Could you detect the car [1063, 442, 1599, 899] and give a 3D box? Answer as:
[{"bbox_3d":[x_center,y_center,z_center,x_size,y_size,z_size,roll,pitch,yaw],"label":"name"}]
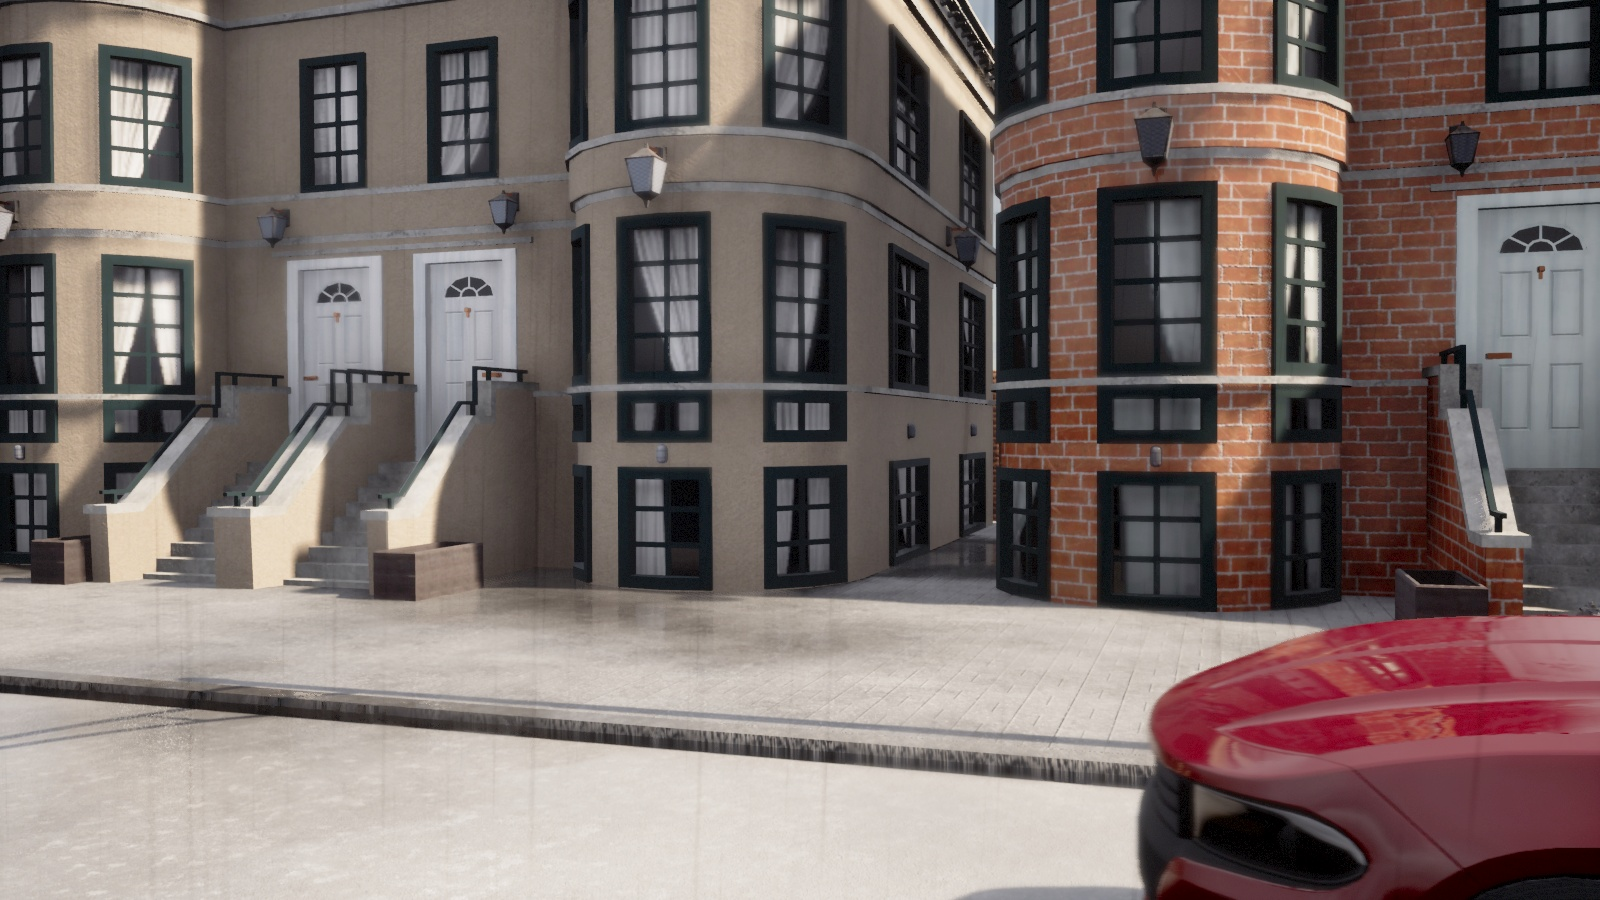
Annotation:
[{"bbox_3d":[3.208,0.774,2.641,5.008,1.535,1.882,1,1,19],"label":"car"}]
